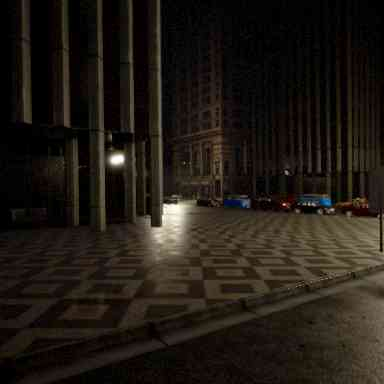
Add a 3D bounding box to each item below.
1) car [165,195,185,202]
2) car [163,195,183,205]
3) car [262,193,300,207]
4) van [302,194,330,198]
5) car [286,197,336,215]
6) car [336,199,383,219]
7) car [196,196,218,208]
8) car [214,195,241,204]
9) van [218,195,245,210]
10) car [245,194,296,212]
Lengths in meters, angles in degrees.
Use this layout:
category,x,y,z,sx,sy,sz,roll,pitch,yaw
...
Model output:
category,x,y,z,sx,sy,sz,roll,pitch,yaw
car,-3.577,1.258,69.731,2.008,1.369,4.403,-1,1,-36
car,-4.055,1.439,55.786,2.008,1.369,4.403,-1,1,-36
car,12.565,1.130,47.313,2.192,1.841,5.009,-1,1,-36
van,15.794,1.178,42.830,1.690,1.788,3.998,-1,1,-36
car,12.100,1.549,33.375,2.008,1.369,4.403,-1,1,-36
car,15.330,1.566,28.893,1.887,1.381,4.507,-1,1,-36
car,2.406,1.372,46.820,1.967,1.590,4.097,-1,1,-36
car,6.010,1.297,56.419,1.752,1.417,4.829,-1,1,-36
van,5.636,1.295,42.338,1.690,1.788,3.998,-1,1,-36
car,8.867,1.291,37.855,2.192,1.841,5.009,-1,1,-36
